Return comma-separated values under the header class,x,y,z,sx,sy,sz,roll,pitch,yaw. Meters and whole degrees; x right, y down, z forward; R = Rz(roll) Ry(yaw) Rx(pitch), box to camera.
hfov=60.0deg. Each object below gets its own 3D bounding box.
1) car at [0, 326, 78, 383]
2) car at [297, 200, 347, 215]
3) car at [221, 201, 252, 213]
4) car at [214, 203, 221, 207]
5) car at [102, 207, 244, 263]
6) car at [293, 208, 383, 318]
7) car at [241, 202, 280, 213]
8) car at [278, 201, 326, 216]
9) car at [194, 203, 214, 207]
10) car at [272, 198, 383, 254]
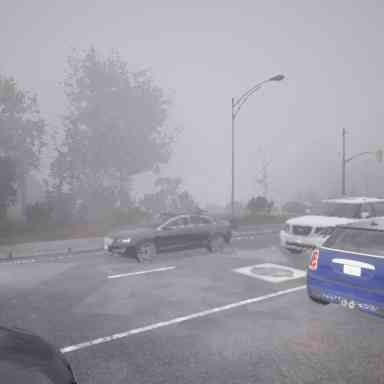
class,x,y,z,sx,sy,sz,roll,pitch,yaw
car,-3.060,1.492,1.563,4.902,1.511,2.128,0,0,-36
car,14.608,1.721,37.637,2.128,1.511,4.902,0,-2,-33
car,6.387,1.924,44.173,2.097,1.767,4.553,0,-3,-32
car,3.838,2.599,54.834,2.128,1.511,4.902,0,-3,-32
car,-0.737,1.497,12.013,4.902,1.511,2.128,0,0,-35
car,4.470,1.361,6.892,4.553,1.767,2.097,0,0,-35
car,9.374,2.126,45.995,2.033,1.411,5.357,0,-3,-32
car,11.712,1.724,35.734,1.837,1.490,4.892,0,-1,-29
car,1.040,2.608,52.711,1.812,1.442,4.674,0,-3,-32
car,5.749,1.239,12.293,5.566,2.045,2.150,0,0,-34
